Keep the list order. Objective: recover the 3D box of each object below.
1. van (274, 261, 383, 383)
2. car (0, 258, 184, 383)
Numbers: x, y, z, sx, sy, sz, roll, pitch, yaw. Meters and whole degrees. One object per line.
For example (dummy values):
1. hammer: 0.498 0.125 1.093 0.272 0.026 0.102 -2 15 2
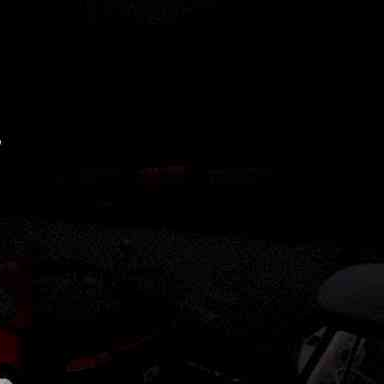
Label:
1. van: 2.236 1.337 1.239 3.998 1.788 1.690 0 -1 36
2. car: -2.193 1.559 4.392 4.507 1.381 1.887 0 -1 36
